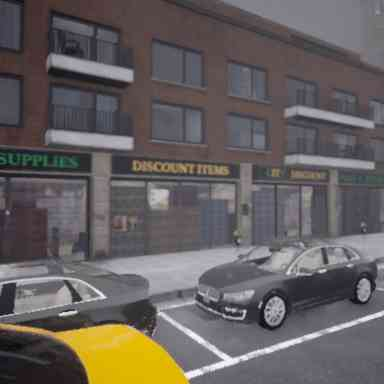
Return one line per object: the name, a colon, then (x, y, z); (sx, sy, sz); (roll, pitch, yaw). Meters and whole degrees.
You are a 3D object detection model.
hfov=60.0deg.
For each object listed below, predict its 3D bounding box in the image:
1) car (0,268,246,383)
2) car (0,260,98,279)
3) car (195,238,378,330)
car: (-2.303, 1.506, 1.274); (5.008, 1.535, 1.882); (0, -1, -31)
car: (-2.590, 1.637, 4.182); (4.403, 1.369, 2.008); (1, -1, -31)
car: (2.130, 1.699, 7.042); (4.403, 1.369, 2.008); (1, -1, -31)
